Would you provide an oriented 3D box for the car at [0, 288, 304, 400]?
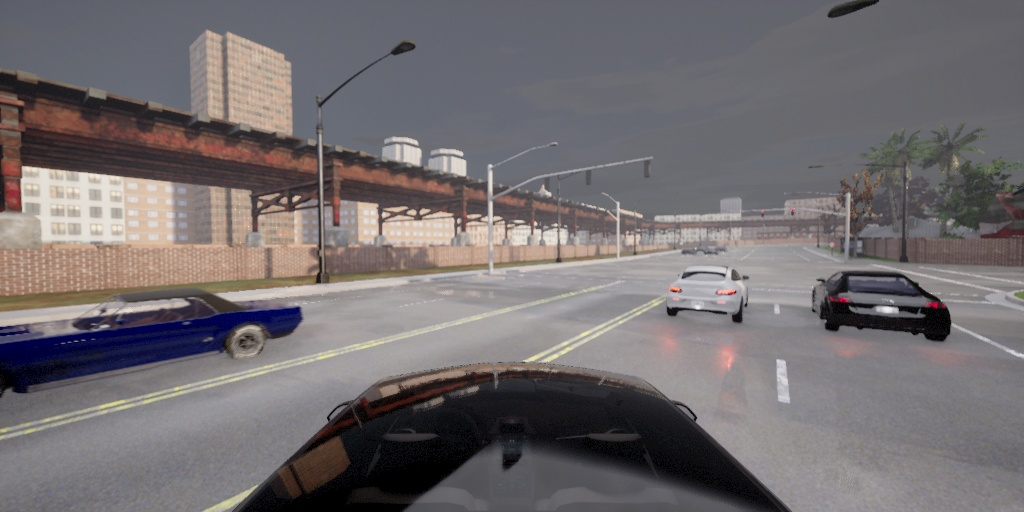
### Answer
[{"bbox_3d":[-6.391,1.280,6.025,1.895,1.301,4.718,1,2,36],"label":"car"}]

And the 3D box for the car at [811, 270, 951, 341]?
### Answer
[{"bbox_3d":[9.085,1.052,9.178,1.994,1.385,4.181,1,2,36],"label":"car"}]

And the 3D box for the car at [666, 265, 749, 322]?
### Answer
[{"bbox_3d":[6.047,0.987,10.971,1.812,1.442,4.674,1,2,35],"label":"car"}]
